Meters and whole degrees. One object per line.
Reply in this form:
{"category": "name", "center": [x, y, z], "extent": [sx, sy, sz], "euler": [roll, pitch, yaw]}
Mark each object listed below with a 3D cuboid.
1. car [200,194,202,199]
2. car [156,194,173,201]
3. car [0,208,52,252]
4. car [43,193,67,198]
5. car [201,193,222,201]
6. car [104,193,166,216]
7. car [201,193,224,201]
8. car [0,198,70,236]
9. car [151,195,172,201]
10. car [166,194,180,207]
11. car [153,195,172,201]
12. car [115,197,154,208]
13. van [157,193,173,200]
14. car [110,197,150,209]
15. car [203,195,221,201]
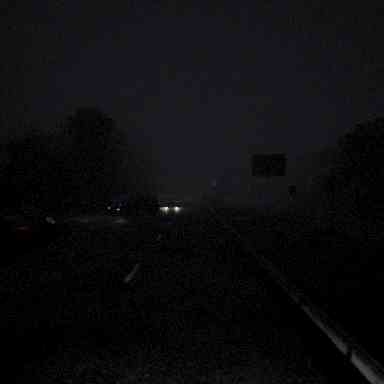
{"category": "car", "center": [5.326, 1.285, 84.065], "extent": [5.566, 2.045, 2.435], "euler": [0, 0, 0]}
{"category": "car", "center": [-7.624, 1.469, 92.537], "extent": [4.553, 1.767, 2.185], "euler": [0, -1, 0]}
{"category": "car", "center": [-8.311, 1.485, 12.926], "extent": [4.674, 1.452, 2.002], "euler": [0, 0, 0]}
{"category": "car", "center": [-26.189, 0.988, 63.607], "extent": [4.553, 1.767, 2.097], "euler": [1, 3, 0]}
{"category": "car", "center": [5.396, 1.349, 92.475], "extent": [5.566, 2.045, 2.435], "euler": [0, -1, 0]}
{"category": "car", "center": [-5.377, 1.107, 30.840], "extent": [2.150, 2.045, 5.566], "euler": [3, 0, 39]}
{"category": "car", "center": [5.336, 1.523, 81.262], "extent": [4.892, 1.521, 2.231], "euler": [0, 0, 1]}
{"category": "car", "center": [-8.356, 1.320, 16.097], "extent": [4.553, 1.767, 2.185], "euler": [0, 0, 0]}
{"category": "car", "center": [-7.730, 1.531, 84.181], "extent": [5.008, 1.535, 2.097], "euler": [0, 0, 1]}
{"category": "car", "center": [-2.934, 1.486, 50.933], "extent": [1.882, 1.535, 5.008], "euler": [0, 0, 1]}
{"category": "car", "center": [-7.703, 1.589, 86.968], "extent": [4.674, 1.452, 2.002], "euler": [0, 0, 1]}
{"category": "car", "center": [-8.058, 1.472, 46.980], "extent": [5.008, 1.535, 2.097], "euler": [0, 0, 1]}
{"category": "van", "center": [-7.750, 1.395, 95.319], "extent": [4.442, 1.987, 1.878], "euler": [0, -1, 0]}
{"category": "car", "center": [-8.076, 1.471, 43.707], "extent": [4.892, 1.521, 2.231], "euler": [0, 0, 0]}
{"category": "car", "center": [5.396, 1.575, 89.667], "extent": [4.892, 1.521, 2.231], "euler": [0, -1, 0]}
